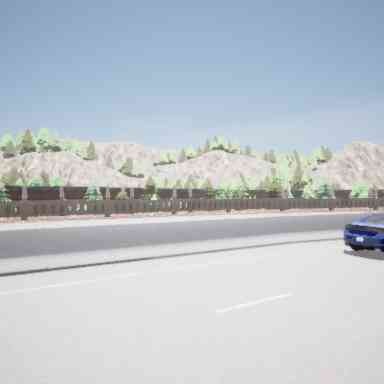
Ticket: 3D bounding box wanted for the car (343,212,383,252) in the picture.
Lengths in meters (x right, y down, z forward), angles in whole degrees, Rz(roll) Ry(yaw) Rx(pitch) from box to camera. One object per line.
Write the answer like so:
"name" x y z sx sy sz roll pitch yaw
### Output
"car" 7.992 1.484 12.595 5.008 1.535 1.882 0 0 -27
